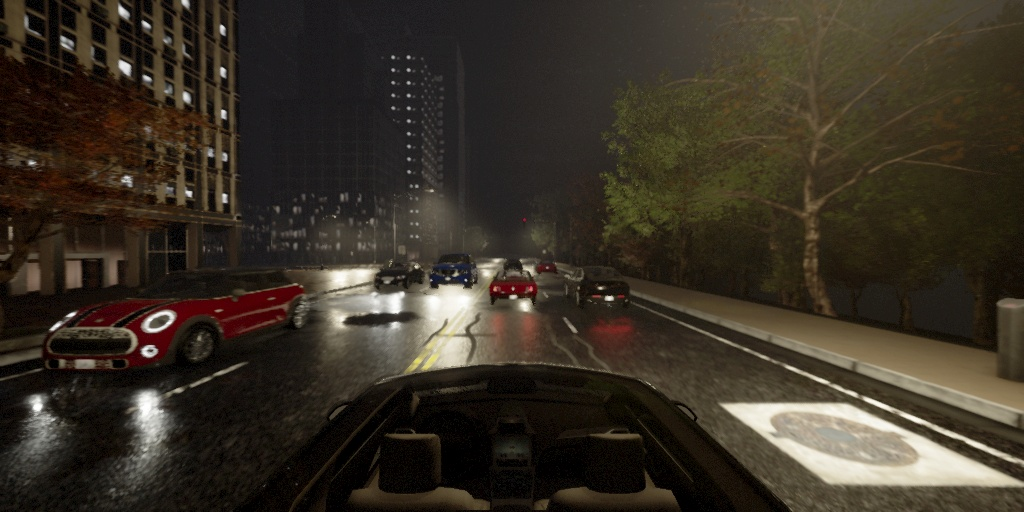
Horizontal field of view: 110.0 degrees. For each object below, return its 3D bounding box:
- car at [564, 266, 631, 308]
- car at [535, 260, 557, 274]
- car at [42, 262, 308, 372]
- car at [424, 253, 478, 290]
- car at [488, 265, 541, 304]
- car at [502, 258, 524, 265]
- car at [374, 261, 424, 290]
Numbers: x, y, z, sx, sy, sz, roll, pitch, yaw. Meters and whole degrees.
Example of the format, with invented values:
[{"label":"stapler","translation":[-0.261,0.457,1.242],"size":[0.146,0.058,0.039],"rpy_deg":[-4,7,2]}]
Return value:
[{"label":"car","translation":[3.303,1.153,14.521],"size":[1.837,1.490,4.892],"rpy_deg":[0,1,0]},{"label":"car","translation":[3.329,1.043,35.645],"size":[1.994,1.385,4.181],"rpy_deg":[0,0,0]},{"label":"car","translation":[-6.556,1.052,7.758],"size":[2.097,1.767,4.553],"rpy_deg":[0,1,0]},{"label":"car","translation":[-3.291,0.815,21.288],"size":[2.150,2.045,5.566],"rpy_deg":[0,0,1]},{"label":"car","translation":[0.059,1.238,15.651],"size":[1.895,1.301,4.718],"rpy_deg":[0,0,0]},{"label":"car","translation":[0.080,0.983,35.709],"size":[1.837,1.490,4.892],"rpy_deg":[0,0,0]},{"label":"car","translation":[-6.538,1.081,21.322],"size":[2.128,1.511,4.902],"rpy_deg":[0,1,1]}]
